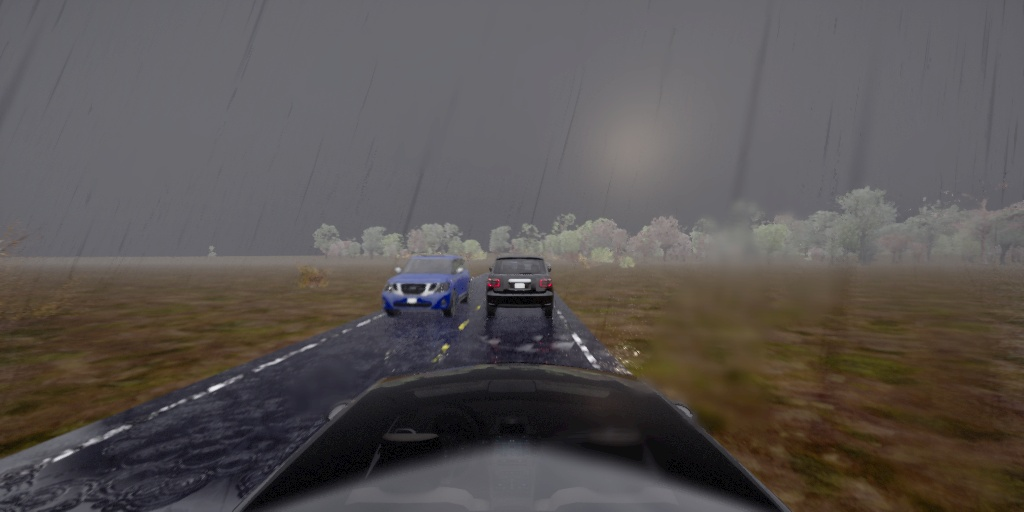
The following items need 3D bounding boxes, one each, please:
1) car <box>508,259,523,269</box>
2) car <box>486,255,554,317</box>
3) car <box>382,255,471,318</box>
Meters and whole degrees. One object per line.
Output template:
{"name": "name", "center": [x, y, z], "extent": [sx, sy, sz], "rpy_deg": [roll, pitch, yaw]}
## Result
{"name": "car", "center": [0.599, 1.256, 56.451], "extent": [1.882, 1.535, 5.008], "rpy_deg": [0, 0, 7]}
{"name": "car", "center": [0.303, 0.971, 13.272], "extent": [2.150, 2.045, 5.566], "rpy_deg": [0, 0, 2]}
{"name": "car", "center": [-2.890, 0.968, 13.408], "extent": [2.150, 2.045, 5.566], "rpy_deg": [0, 0, 2]}
